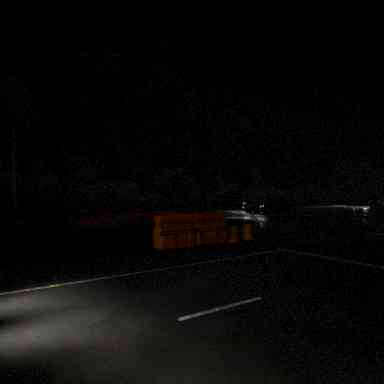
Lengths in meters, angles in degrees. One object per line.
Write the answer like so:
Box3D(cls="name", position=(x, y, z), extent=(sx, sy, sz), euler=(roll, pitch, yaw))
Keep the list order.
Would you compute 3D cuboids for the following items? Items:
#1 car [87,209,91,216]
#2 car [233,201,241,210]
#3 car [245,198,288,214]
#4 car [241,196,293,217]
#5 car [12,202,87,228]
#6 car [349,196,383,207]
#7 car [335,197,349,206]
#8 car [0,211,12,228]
Box3D(cls="car", position=(-10.696, 1.595, 26.460), extent=(4.718, 1.301, 1.895), euler=(0, 0, -36))
Box3D(cls="car", position=(6.984, 1.252, 39.087), extent=(4.553, 1.767, 2.097), euler=(0, 0, -36))
Box3D(cls="car", position=(8.043, 1.431, 35.543), extent=(4.674, 1.442, 1.812), euler=(0, 0, -36))
Box3D(cls="car", position=(7.152, 1.274, 30.604), extent=(4.553, 1.767, 2.097), euler=(0, 0, -36))
Box3D(cls="car", position=(-10.092, 1.477, 22.591), extent=(5.008, 1.535, 1.882), euler=(0, 0, -36))
Box3D(cls="car", position=(25.114, 1.317, 47.727), extent=(4.892, 1.490, 1.837), euler=(0, 0, -35))
Box3D(cls="car", position=(24.155, 1.407, 51.338), extent=(4.718, 1.301, 1.895), euler=(0, 0, -35))
Box3D(cls="car", position=(-12.070, 1.601, 16.879), extent=(4.718, 1.301, 1.895), euler=(0, 0, -35))
